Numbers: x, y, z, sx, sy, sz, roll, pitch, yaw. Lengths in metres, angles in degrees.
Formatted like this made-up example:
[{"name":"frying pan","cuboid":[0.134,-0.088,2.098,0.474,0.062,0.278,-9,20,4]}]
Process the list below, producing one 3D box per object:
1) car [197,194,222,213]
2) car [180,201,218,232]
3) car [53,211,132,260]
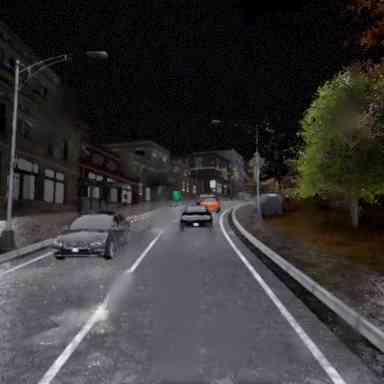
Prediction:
[{"name":"car","cuboid":[2.219,1.381,38.007,2.097,1.767,4.553,-1,0,9]},{"name":"car","cuboid":[0.321,1.522,20.253,2.128,1.511,4.902,0,0,3]},{"name":"car","cuboid":[-3.540,1.529,12.611,1.837,1.490,4.892,0,0,1]}]
